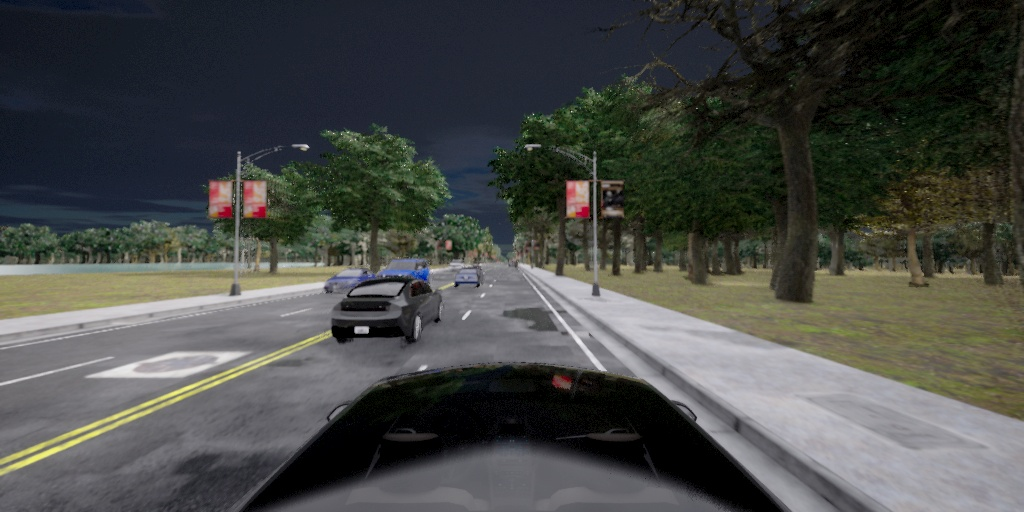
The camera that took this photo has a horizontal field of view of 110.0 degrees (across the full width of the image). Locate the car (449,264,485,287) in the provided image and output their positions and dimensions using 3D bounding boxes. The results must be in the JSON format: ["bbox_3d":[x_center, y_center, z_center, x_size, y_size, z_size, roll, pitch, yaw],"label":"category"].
[{"bbox_3d":[-3.157,1.574,27.191,2.033,1.411,5.357,0,-1,0],"label":"car"}]

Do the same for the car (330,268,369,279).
[{"bbox_3d":[-9.852,1.500,22.396,1.812,1.442,4.674,0,-1,0],"label":"car"}]

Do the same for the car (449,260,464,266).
[{"bbox_3d":[-9.785,1.672,63.759,2.150,2.045,5.566,0,-1,1],"label":"car"}]

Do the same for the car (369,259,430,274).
[{"bbox_3d":[-6.602,1.195,22.337,2.150,2.045,5.566,0,-1,0],"label":"car"}]

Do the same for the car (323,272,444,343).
[{"bbox_3d":[-3.159,1.344,9.968,1.837,1.490,4.892,0,-1,0],"label":"car"}]
